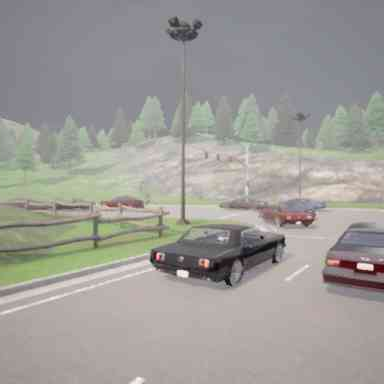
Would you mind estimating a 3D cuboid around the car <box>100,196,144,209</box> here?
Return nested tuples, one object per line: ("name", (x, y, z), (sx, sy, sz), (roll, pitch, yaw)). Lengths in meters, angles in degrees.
("car", (-7.773, 1.193, 36.677), (5.008, 1.535, 1.882), (0, 0, 16))

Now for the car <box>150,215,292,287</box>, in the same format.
("car", (1.041, 1.540, 9.293), (1.895, 1.301, 4.718), (0, 0, 34))

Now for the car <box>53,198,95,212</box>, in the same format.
("car", (-12.603, 1.313, 34.272), (4.718, 1.301, 1.895), (0, 0, 11))

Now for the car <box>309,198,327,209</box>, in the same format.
("car", (11.908, 1.342, 36.628), (5.357, 1.411, 2.033), (1, 0, 39))

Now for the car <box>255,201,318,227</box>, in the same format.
("car", (5.873, 1.476, 21.400), (1.895, 1.301, 4.718), (0, 0, -7))

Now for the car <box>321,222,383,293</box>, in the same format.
("car", (4.814, 1.506, 8.619), (2.033, 1.411, 5.357), (0, 0, 34))

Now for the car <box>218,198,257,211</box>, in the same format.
("car", (5.659, 1.318, 36.393), (5.357, 1.411, 2.033), (0, 0, 25))

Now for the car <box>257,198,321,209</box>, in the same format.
("car", (7.453, 1.413, 26.037), (1.994, 1.385, 4.181), (0, 0, -35))

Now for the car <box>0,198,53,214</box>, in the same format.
("car", (-16.471, 1.264, 31.423), (5.357, 1.411, 2.033), (0, 0, 8))

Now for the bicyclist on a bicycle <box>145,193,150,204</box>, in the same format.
("bicyclist on a bicycle", (-6.354, 0.946, 47.888), (0.582, 1.620, 1.656), (0, 1, 14))
